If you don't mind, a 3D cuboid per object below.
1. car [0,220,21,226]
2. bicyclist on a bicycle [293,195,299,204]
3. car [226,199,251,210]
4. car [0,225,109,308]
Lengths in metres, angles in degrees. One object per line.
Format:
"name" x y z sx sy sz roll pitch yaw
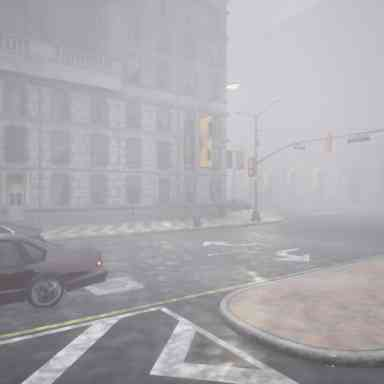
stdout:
"car" -6.641 1.492 9.146 4.902 1.511 2.128 0 0 -36
"bicyclist on a bicycle" 17.887 1.300 57.105 1.656 1.620 0.582 0 0 -35
"car" 5.710 1.564 43.137 1.994 1.385 4.181 0 0 -35
"car" -4.408 1.548 6.396 5.357 1.411 2.033 0 0 -34
